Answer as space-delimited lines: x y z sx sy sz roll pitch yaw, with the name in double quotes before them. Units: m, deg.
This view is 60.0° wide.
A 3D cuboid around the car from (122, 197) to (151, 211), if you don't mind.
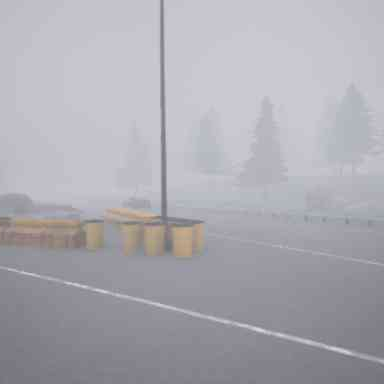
"car" -6.329 1.314 37.400 1.837 1.490 4.892 -1 1 -34
